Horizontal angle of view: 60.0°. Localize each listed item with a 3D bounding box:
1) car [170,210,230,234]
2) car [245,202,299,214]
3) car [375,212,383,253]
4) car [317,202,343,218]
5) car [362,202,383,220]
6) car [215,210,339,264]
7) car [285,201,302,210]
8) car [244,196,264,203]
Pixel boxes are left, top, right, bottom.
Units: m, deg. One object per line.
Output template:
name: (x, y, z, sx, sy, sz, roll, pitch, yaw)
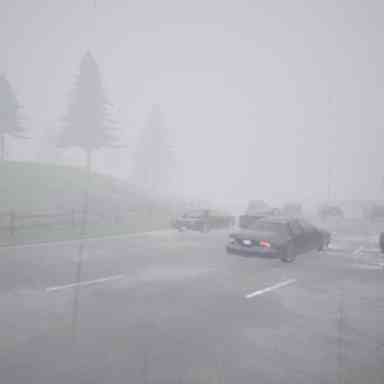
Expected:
car: (0.825, 1.748, 20.324, 1.895, 1.301, 4.718, 0, 0, 35)
car: (4.508, 1.607, 19.692, 1.882, 1.535, 5.008, 0, 0, 33)
car: (8.850, 1.631, 13.308, 1.994, 1.385, 4.181, 0, 0, 37)
car: (13.494, 1.717, 32.663, 1.812, 1.442, 4.674, 0, 0, 13)
car: (16.599, 1.663, 29.672, 1.837, 1.490, 4.892, 0, 0, 16)
car: (3.385, 1.627, 12.293, 2.033, 1.411, 5.357, -1, 0, 41)
car: (10.446, 1.698, 35.196, 1.882, 1.535, 5.008, 0, 0, 11)
car: (6.941, 1.587, 35.443, 2.097, 1.767, 4.553, 0, 0, 12)
